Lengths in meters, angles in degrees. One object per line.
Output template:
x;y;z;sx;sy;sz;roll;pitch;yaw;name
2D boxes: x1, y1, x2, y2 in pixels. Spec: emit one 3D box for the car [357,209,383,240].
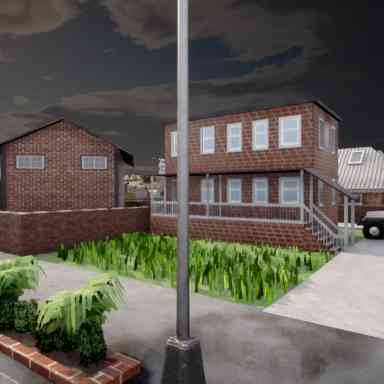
8.493;0.973;12.590;3.866;1.878;1.905;0;0;36;car
